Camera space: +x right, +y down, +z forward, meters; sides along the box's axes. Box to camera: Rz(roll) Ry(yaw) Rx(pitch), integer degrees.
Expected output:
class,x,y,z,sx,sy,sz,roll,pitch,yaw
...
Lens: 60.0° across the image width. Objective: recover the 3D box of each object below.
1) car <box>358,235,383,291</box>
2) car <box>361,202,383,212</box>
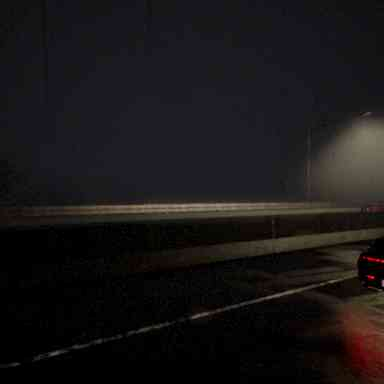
class,x,y,z,sx,sy,sz,roll,pitch,yaw
car,5.889,1.575,7.937,4.892,1.490,1.837,0,0,-35
car,22.693,1.928,40.977,4.181,1.385,1.994,1,0,-34
